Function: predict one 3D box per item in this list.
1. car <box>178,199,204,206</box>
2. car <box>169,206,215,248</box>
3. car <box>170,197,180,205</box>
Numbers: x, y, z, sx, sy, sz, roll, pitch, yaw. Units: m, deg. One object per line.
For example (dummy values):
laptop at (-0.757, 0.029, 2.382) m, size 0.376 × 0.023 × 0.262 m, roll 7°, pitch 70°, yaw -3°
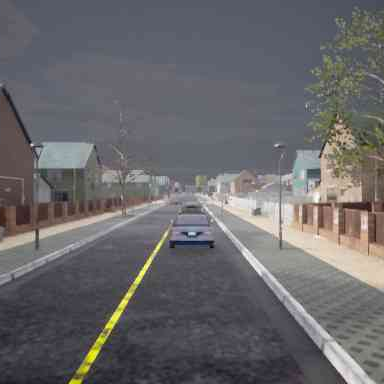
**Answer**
car at (0.000, 1.520, 29.656) m, size 1.837 × 1.490 × 4.892 m, roll 0°, pitch 0°, yaw 0°
car at (0.000, 1.567, 14.653) m, size 2.033 × 1.411 × 5.357 m, roll 0°, pitch 0°, yaw 0°
car at (-2.750, 1.596, 57.661) m, size 1.994 × 1.385 × 4.181 m, roll 0°, pitch 0°, yaw 0°
